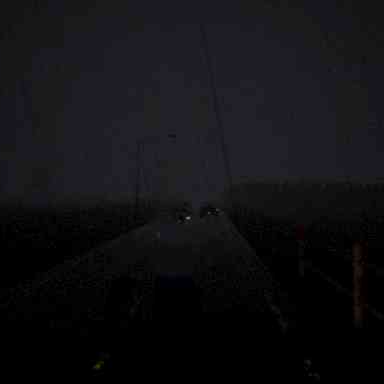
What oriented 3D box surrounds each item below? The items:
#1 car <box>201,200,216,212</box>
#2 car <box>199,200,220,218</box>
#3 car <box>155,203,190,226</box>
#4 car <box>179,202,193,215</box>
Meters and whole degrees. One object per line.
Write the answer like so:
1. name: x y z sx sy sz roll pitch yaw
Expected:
1. car: 2.221 1.835 43.843 1.812 1.442 4.674 0 0 3
2. car: 1.710 1.765 33.132 1.812 1.442 4.674 0 0 3
3. car: -1.509 1.764 25.218 1.994 1.385 4.181 0 0 3
4. car: -0.875 1.792 37.403 2.033 1.411 5.357 0 0 3
